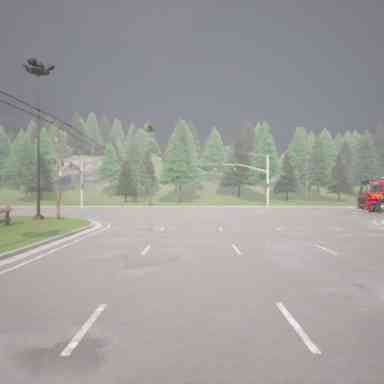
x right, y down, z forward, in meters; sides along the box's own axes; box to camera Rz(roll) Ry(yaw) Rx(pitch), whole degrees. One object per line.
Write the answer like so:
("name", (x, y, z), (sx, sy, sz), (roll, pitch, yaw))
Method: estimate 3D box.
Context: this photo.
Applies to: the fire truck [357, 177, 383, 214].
("fire truck", (22.080, 0.327, 34.631), (8.468, 3.827, 2.891), (0, 0, 6))
